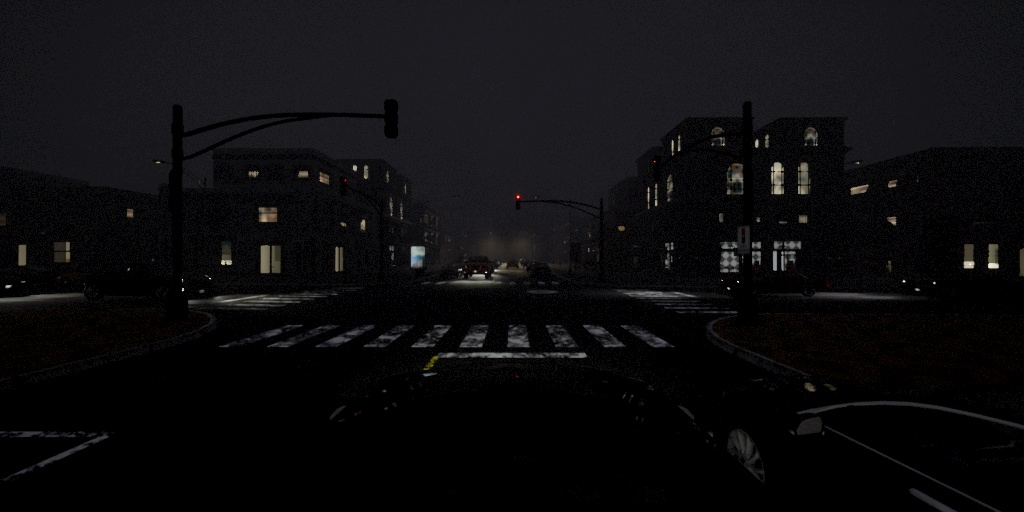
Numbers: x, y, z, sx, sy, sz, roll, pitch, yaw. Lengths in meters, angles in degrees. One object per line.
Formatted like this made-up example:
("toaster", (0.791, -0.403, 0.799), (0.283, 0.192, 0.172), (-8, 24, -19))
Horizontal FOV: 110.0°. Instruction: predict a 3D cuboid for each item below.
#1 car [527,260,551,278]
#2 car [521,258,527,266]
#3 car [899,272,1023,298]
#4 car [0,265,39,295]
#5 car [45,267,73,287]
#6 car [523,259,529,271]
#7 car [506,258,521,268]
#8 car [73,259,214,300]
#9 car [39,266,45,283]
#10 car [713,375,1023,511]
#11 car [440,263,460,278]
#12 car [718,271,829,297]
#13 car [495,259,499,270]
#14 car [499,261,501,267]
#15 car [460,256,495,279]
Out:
("car", (2.688, 1.315, 33.970), (1.948, 1.339, 4.313), (0, 0, 0))
("car", (2.685, 1.303, 61.579), (2.007, 1.370, 4.403), (0, 0, 0))
("car", (23.749, 1.480, 19.022), (4.718, 1.301, 1.895), (0, 0, 1))
("car", (-25.620, 1.139, 16.578), (4.892, 1.490, 1.837), (0, 0, 1))
("car", (-25.456, 1.192, 22.362), (4.829, 1.417, 1.751), (0, 0, 1))
("car", (2.687, 1.332, 45.012), (1.802, 1.307, 4.207), (0, 0, 0))
("car", (0.095, 1.230, 60.177), (1.882, 1.535, 5.008), (0, 0, 0))
("car", (-16.483, 1.027, 16.469), (4.553, 1.767, 2.097), (0, 0, 0))
("car", (-30.822, 1.225, 22.445), (4.207, 1.307, 1.802), (0, 0, 1))
("car", (2.691, 1.300, 1.580), (2.007, 1.370, 4.403), (0, 0, 0))
("car", (-5.693, 1.332, 33.982), (1.802, 1.307, 4.207), (0, 0, 0))
("car", (13.800, 1.431, 19.168), (4.718, 1.301, 1.895), (0, 0, 1))
("car", (-3.098, 1.242, 43.581), (2.128, 1.511, 4.902), (0, 0, 1))
("car", (-3.096, 1.315, 53.630), (1.994, 1.385, 4.181), (0, 0, 0))
("car", (-3.115, 0.972, 33.519), (2.150, 2.045, 5.566), (0, 0, 1))
